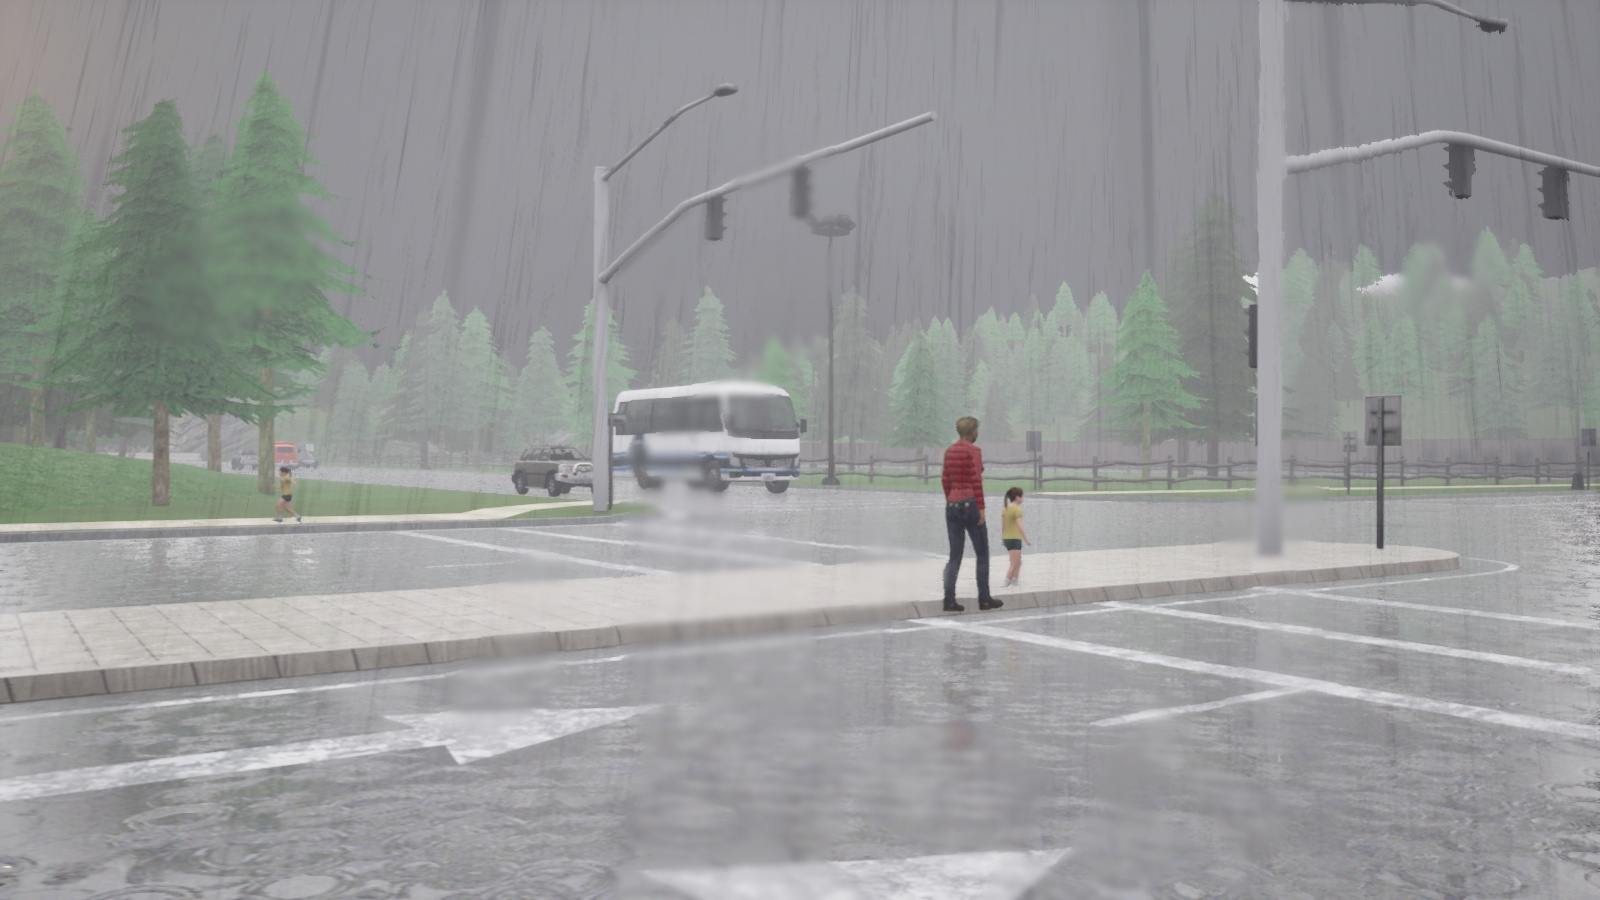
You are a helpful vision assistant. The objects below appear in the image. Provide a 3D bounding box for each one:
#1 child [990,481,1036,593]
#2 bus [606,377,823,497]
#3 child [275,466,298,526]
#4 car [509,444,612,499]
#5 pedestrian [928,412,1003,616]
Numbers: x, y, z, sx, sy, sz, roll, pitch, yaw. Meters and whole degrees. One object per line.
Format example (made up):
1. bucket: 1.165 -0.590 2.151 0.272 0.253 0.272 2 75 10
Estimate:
1. child: 2.159 0.873 12.743 0.394 1.110 0.255 0 0 -16
2. bus: -3.674 -0.449 49.868 3.944 4.253 10.273 0 0 -34
3. child: -9.664 0.863 23.630 0.394 1.110 0.255 0 0 -27
4. car: -8.559 0.727 44.605 1.932 1.855 4.605 0 0 -34
5. pedestrian: 1.537 0.582 11.671 0.636 1.846 0.331 0 0 -35
